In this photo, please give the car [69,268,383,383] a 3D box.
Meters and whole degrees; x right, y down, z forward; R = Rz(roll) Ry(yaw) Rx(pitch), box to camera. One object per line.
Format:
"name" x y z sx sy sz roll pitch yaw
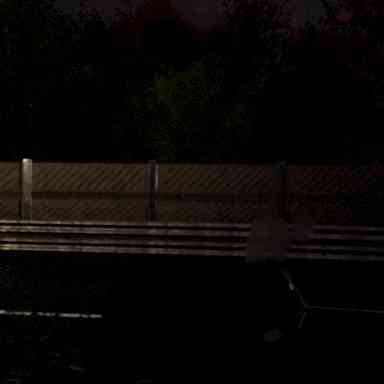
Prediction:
"car" 1.231 1.589 3.662 4.718 1.301 1.895 1 0 6
